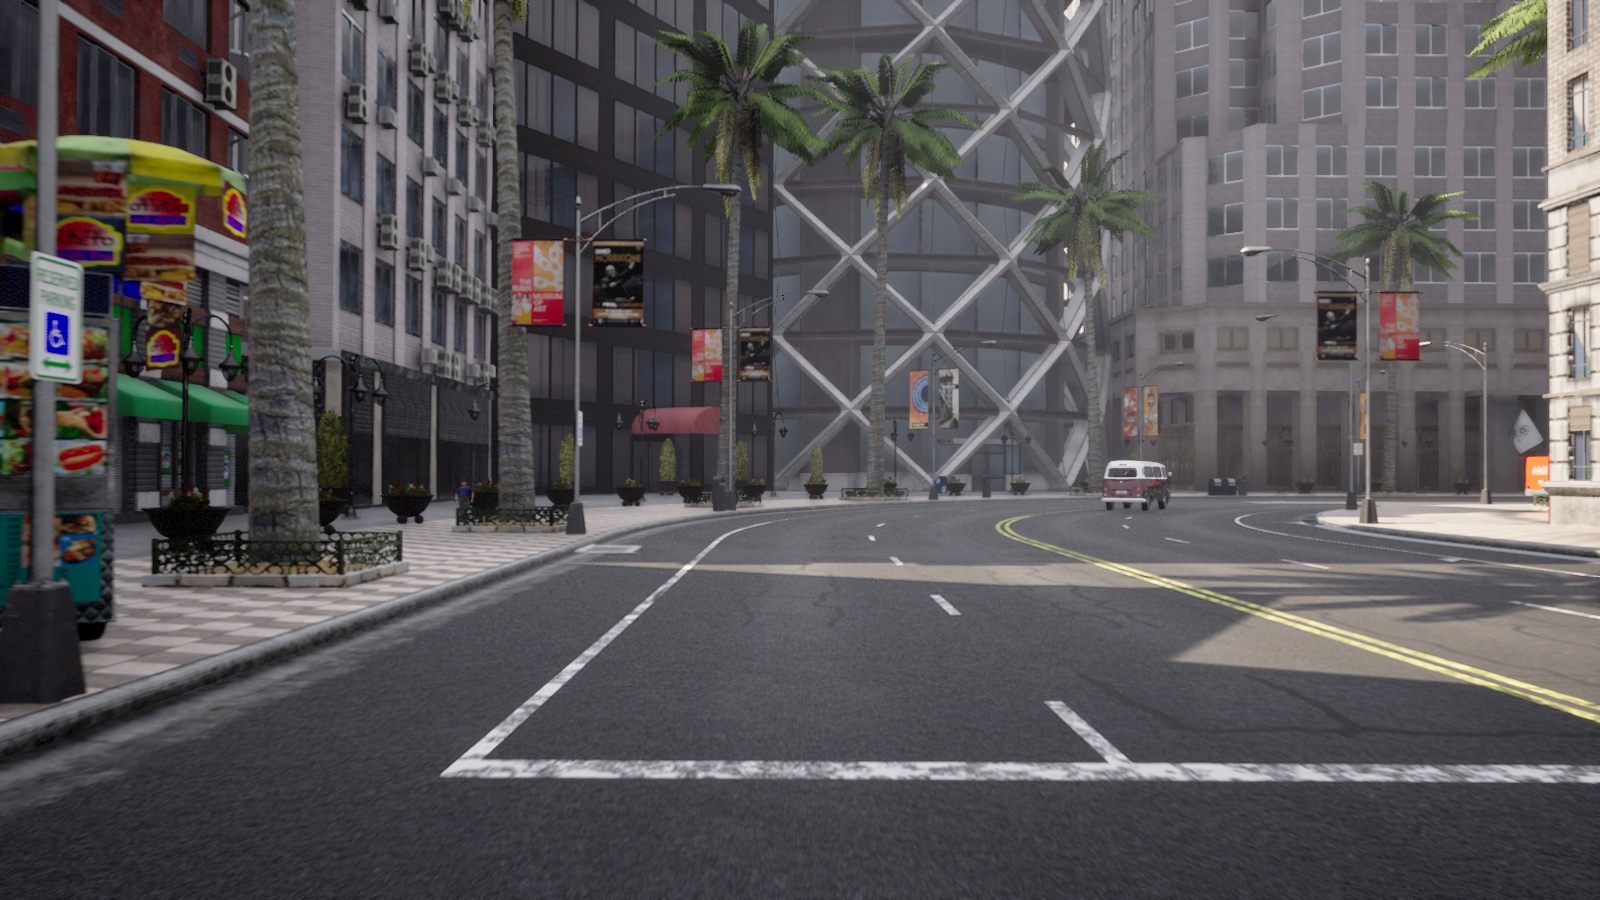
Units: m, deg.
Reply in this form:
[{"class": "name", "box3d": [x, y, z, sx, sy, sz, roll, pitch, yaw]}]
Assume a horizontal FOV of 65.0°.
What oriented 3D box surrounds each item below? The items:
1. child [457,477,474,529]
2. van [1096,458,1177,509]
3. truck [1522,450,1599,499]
[{"class": "child", "box3d": [-8.261, 1.304, 31.034, 0.270, 1.263, 0.437, 0, -1, 8]}, {"class": "van", "box3d": [14.146, 1.362, 52.577, 2.069, 2.038, 4.480, -1, -1, 32]}, {"class": "truck", "box3d": [40.673, 1.253, 64.963, 5.204, 2.467, 2.627, 0, -1, -5]}]
